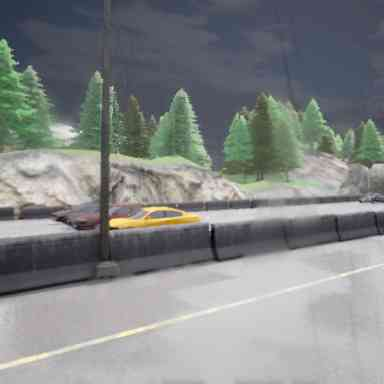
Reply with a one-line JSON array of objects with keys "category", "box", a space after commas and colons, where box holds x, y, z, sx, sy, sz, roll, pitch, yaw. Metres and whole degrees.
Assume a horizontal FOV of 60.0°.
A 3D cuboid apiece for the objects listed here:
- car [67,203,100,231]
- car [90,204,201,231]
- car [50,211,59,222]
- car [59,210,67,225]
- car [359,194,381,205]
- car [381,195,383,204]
[{"category": "car", "box": [-3.912, 1.460, 18.398, 5.008, 1.535, 1.882, 0, 0, -35]}, {"category": "car", "box": [-1.872, 1.460, 15.553, 5.008, 1.535, 1.882, 0, 0, -35]}, {"category": "car", "box": [-7.459, 1.527, 24.465, 5.357, 1.411, 2.033, 0, 0, -35]}, {"category": "car", "box": [-5.885, 1.546, 21.290, 4.181, 1.385, 1.994, 0, 0, -35]}, {"category": "car", "box": [26.167, 0.990, 48.398, 4.902, 1.511, 2.128, -1, 1, -35]}, {"category": "car", "box": [28.462, 1.056, 45.739, 4.181, 1.385, 1.994, -1, 1, -35]}]
